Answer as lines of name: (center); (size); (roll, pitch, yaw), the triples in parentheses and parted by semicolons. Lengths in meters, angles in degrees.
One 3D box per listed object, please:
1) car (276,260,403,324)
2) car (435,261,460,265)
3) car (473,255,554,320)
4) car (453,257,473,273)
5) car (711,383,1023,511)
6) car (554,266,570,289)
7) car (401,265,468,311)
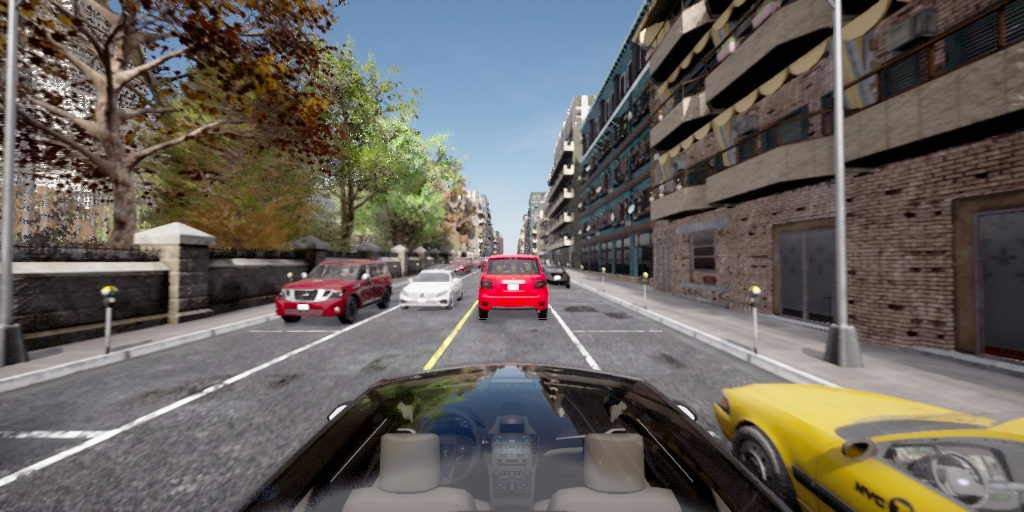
car: (-5.693, 1.065, 12.266); (2.192, 1.841, 5.009); (0, 0, 0)
car: (-5.700, 1.317, 28.837); (1.948, 1.339, 4.313); (0, 0, 0)
car: (0.025, 0.972, 12.804); (2.150, 2.045, 5.566); (0, 0, 0)
car: (-5.705, 1.066, 39.884); (2.192, 1.841, 5.009); (0, 0, 0)
car: (2.692, 1.276, 1.392); (1.751, 1.417, 4.829); (0, 0, 0)
car: (2.682, 1.317, 23.316); (1.948, 1.339, 4.313); (0, 0, 0)
car: (-3.103, 1.276, 14.678); (1.812, 1.442, 4.674); (0, 0, 0)
